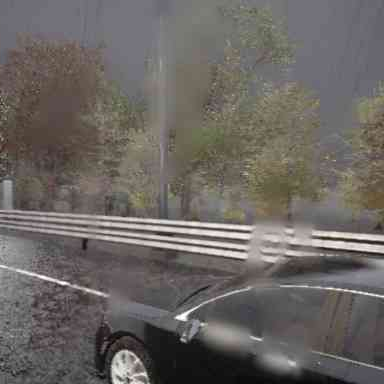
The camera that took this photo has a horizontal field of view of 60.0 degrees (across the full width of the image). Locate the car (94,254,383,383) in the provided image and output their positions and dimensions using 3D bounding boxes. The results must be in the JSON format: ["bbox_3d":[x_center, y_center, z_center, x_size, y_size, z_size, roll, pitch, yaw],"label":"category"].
[{"bbox_3d":[1.147,1.316,2.830,4.892,1.490,1.837,0,0,38],"label":"car"}]
